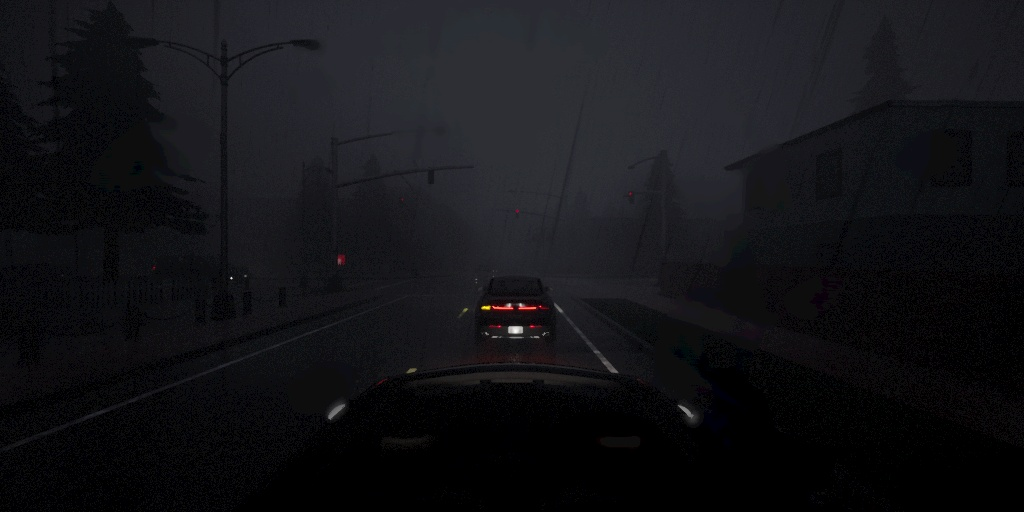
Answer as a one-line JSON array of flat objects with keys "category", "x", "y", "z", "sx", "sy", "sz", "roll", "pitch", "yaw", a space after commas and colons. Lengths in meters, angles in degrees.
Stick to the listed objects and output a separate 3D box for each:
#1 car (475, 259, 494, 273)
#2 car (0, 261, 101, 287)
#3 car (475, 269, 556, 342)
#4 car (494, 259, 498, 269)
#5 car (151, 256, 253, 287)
[{"category": "car", "x": -3.496, "y": 1.275, "z": 44.164, "sx": 1.812, "sy": 1.442, "sz": 4.674, "roll": 0, "pitch": 0, "yaw": -1}, {"category": "car", "x": -31.103, "y": 1.256, "z": 23.748, "sx": 4.902, "sy": 1.511, "sz": 2.128, "roll": 0, "pitch": 0, "yaw": -1}, {"category": "car", "x": 0.092, "y": 1.255, "z": 9.715, "sx": 1.837, "sy": 1.490, "sz": 4.892, "roll": 0, "pitch": 0, "yaw": 0}, {"category": "car", "x": -3.461, "y": 1.275, "z": 54.300, "sx": 1.812, "sy": 1.442, "sz": 4.674, "roll": 0, "pitch": 0, "yaw": 0}, {"category": "car", "x": -20.665, "y": 0.986, "z": 24.025, "sx": 5.566, "sy": 2.045, "sz": 2.150, "roll": 0, "pitch": 0, "yaw": -1}]
